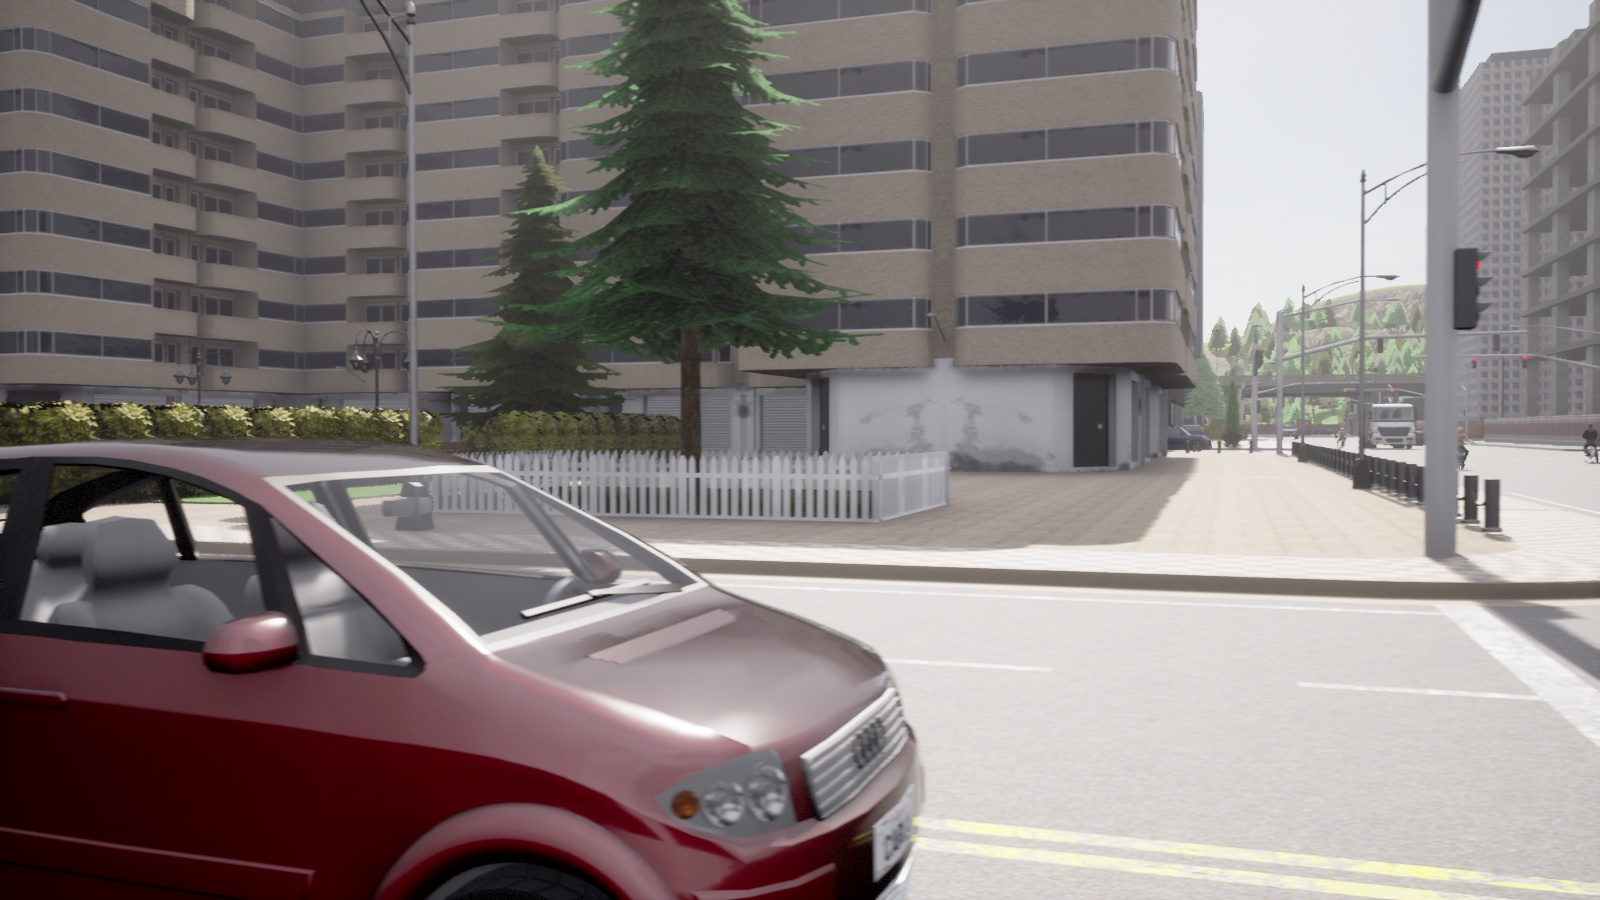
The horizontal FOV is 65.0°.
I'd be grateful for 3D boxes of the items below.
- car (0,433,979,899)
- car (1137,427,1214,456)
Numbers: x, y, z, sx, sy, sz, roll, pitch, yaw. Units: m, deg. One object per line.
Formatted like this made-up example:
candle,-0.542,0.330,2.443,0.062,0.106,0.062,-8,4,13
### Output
car,-1.484,0.736,3.694,3.705,1.549,1.789,1,1,19
car,23.416,-0.539,78.284,4.553,1.767,2.097,1,1,18
